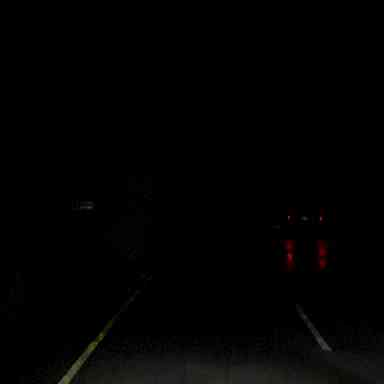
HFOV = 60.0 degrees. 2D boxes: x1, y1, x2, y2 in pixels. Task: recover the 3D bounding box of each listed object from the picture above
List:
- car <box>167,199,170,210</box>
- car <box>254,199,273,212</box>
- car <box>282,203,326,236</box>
[{"bbox_3d":[-2.159,1.591,41.645,1.837,1.490,4.892,0,0,16],"label":"car"},{"bbox_3d":[8.975,1.642,41.719,1.812,1.442,4.674,0,0,16],"label":"car"},{"bbox_3d":[6.321,1.411,19.180,2.097,1.767,4.553,0,0,14],"label":"car"}]
